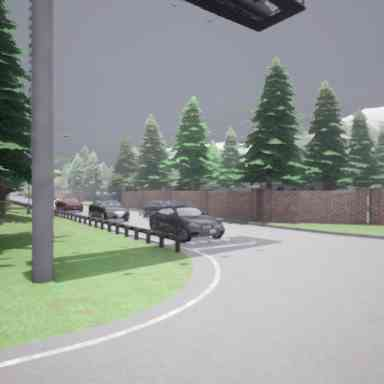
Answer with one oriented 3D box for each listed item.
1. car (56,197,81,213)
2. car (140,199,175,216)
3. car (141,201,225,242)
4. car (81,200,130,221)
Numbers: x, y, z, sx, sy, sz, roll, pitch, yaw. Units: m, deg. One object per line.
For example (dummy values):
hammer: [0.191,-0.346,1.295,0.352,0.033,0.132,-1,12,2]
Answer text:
car: [-12.573,1.297,34.047,1.882,1.535,5.008,0,0,-33]
car: [-2.272,1.307,25.071,2.128,1.511,4.902,0,0,-33]
car: [-0.426,1.344,15.476,1.812,1.442,4.674,0,0,-33]
car: [-6.114,1.310,24.165,2.128,1.511,4.902,0,0,-33]
